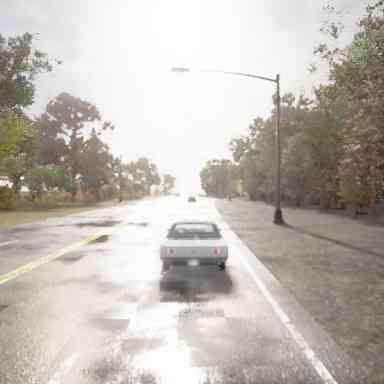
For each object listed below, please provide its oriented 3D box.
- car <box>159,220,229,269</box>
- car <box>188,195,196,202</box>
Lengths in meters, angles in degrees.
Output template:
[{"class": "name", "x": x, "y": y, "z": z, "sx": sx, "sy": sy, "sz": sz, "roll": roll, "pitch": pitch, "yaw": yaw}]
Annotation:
[{"class": "car", "x": 0.074, "y": 1.599, "z": 11.098, "sx": 1.895, "sy": 1.301, "sz": 4.718, "roll": 0, "pitch": 0, "yaw": 1}, {"class": "car", "x": 0.014, "y": 1.542, "z": 74.259, "sx": 2.033, "sy": 1.411, "sz": 5.357, "roll": 0, "pitch": 0, "yaw": 0}]
